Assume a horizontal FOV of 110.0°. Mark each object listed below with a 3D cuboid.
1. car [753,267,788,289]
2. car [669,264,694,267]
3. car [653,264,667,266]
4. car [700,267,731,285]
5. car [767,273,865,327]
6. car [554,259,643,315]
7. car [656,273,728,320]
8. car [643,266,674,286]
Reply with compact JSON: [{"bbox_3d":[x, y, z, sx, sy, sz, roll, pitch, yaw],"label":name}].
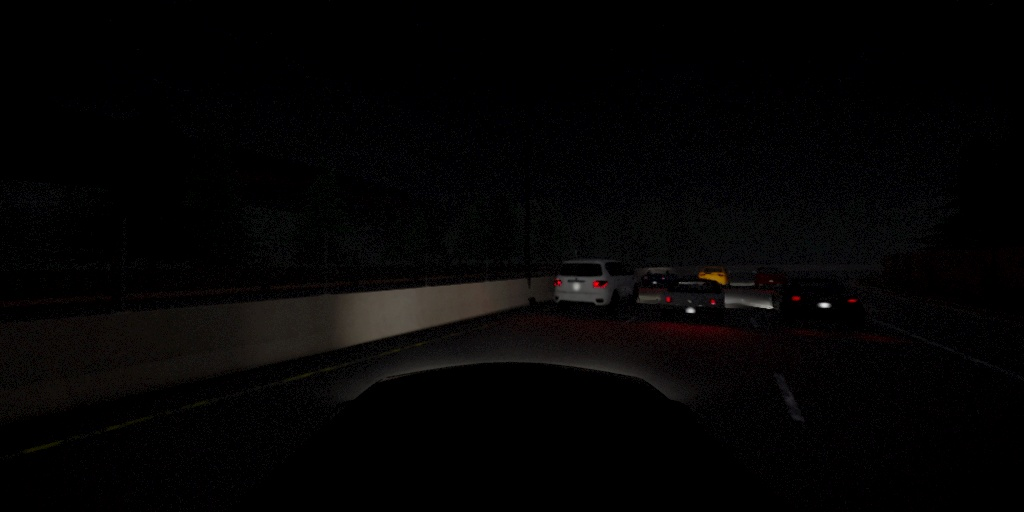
[{"bbox_3d":[18.728,1.546,26.022,1.882,1.535,5.008,-1,-1,34],"label":"car"},{"bbox_3d":[26.947,1.930,55.707,5.008,1.535,1.882,1,-1,-39],"label":"car"},{"bbox_3d":[25.704,2.021,59.133,4.674,1.442,1.812,1,-1,-39],"label":"car"},{"bbox_3d":[15.708,1.568,27.801,1.882,1.535,5.008,-1,-1,34],"label":"car"},{"bbox_3d":[10.337,1.455,12.402,1.994,1.385,4.181,0,-1,31],"label":"car"},{"bbox_3d":[3.632,1.143,14.840,2.150,2.045,5.566,0,-1,31],"label":"car"},{"bbox_3d":[6.909,1.504,13.491,1.895,1.301,4.718,0,-1,31],"label":"car"},{"bbox_3d":[11.676,1.693,28.101,1.895,1.301,4.718,0,-1,34],"label":"car"}]
